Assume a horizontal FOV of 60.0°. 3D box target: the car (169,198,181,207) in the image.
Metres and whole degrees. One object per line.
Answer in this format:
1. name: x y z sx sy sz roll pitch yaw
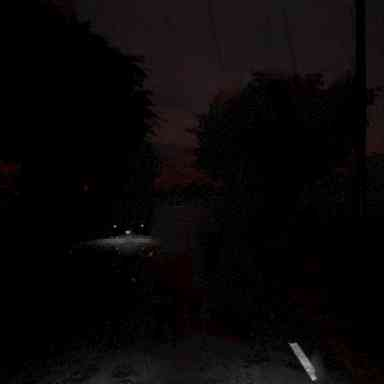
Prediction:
1. car: -3.066 1.867 60.019 1.837 1.490 4.892 0 -1 1

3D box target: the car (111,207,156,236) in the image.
1. car: -3.106 1.574 18.807 2.033 1.411 5.357 0 0 0

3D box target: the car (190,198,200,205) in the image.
1. car: 1.026 2.193 77.683 1.801 1.575 5.366 0 -1 0
